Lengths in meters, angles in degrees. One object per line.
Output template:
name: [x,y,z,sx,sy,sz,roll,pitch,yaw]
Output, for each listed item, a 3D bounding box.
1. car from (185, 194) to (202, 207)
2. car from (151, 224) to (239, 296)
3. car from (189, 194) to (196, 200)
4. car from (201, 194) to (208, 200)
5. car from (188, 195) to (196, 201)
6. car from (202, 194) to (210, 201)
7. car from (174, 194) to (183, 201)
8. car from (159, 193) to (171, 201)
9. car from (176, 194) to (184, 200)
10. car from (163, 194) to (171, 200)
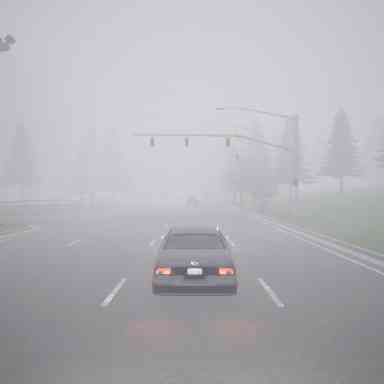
car: [0.024,1.352,52.839,2.097,1.767,4.553,0,0,0]
car: [0.071,1.547,8.800,2.033,1.411,5.357,0,0,0]
car: [0.047,1.310,93.902,1.882,1.535,5.008,0,0,0]
car: [3.547,1.310,93.901,1.882,1.535,5.008,0,0,0]
car: [0.042,1.531,83.482,2.033,1.411,5.357,0,0,0]
car: [3.542,1.492,83.481,1.837,1.490,4.892,0,0,0]
car: [-3.458,1.517,83.901,1.812,1.442,4.674,0,0,0]
car: [-6.958,1.217,83.516,2.150,2.045,5.566,0,0,0]
car: [-3.453,1.358,93.904,2.128,1.511,4.902,0,0,0]
car: [-6.953,1.385,93.906,1.994,1.385,4.181,0,0,0]
